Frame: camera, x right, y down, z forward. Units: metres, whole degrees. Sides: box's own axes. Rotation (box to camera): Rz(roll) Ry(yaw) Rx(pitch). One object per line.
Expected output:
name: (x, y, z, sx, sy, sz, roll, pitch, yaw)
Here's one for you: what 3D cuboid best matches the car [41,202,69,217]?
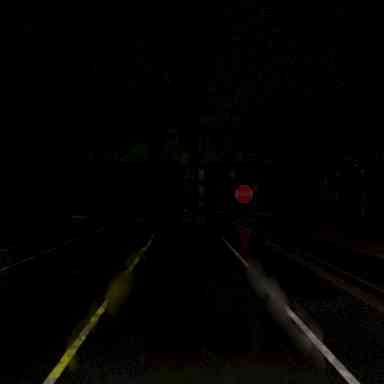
car: (-15.346, 1.811, 34.440, 4.892, 1.490, 1.837, 0, -1, -1)
